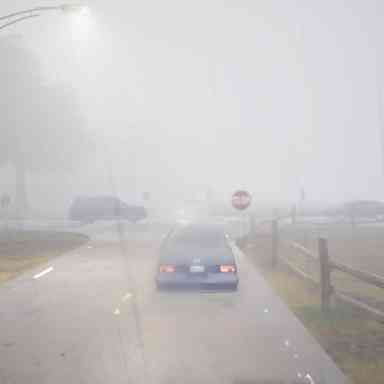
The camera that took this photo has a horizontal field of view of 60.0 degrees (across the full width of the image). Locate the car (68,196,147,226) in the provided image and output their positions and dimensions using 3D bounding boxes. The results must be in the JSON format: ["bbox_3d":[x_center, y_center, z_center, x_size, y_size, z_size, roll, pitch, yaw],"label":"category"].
[{"bbox_3d":[-6.173,1.288,24.442,5.566,2.045,2.150,-1,1,-22],"label":"car"}]

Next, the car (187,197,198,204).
[{"bbox_3d":[0.088,1.685,64.359,1.994,1.385,4.181,0,0,0],"label":"car"}]

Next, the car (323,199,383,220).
[{"bbox_3d":[12.664,1.340,25.699,4.892,1.490,1.837,-1,1,0],"label":"car"}]

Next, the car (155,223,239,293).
[{"bbox_3d":[0.095,1.549,8.999,2.033,1.411,5.357,0,0,0],"label":"car"}]
